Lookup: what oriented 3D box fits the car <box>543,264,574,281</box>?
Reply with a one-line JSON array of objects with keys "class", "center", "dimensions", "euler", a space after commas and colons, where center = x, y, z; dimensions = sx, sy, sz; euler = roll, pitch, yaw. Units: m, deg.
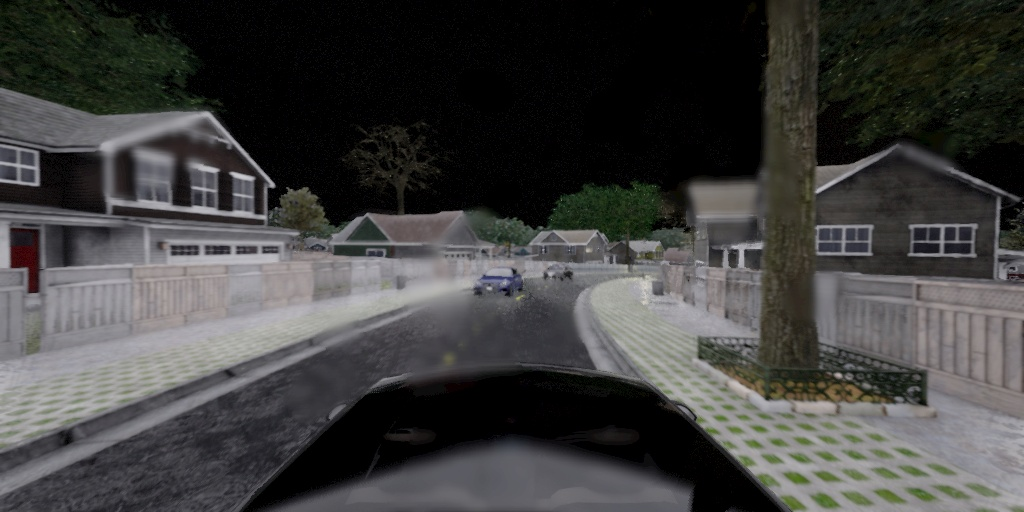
[{"class": "car", "center": [4.461, 1.512, 34.034], "dimensions": [2.128, 1.511, 4.902], "euler": [1, -1, 25]}]

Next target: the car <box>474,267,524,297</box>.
[{"class": "car", "center": [-0.557, 1.310, 19.347], "dimensions": [1.812, 1.442, 4.674], "euler": [1, 0, 13]}]
